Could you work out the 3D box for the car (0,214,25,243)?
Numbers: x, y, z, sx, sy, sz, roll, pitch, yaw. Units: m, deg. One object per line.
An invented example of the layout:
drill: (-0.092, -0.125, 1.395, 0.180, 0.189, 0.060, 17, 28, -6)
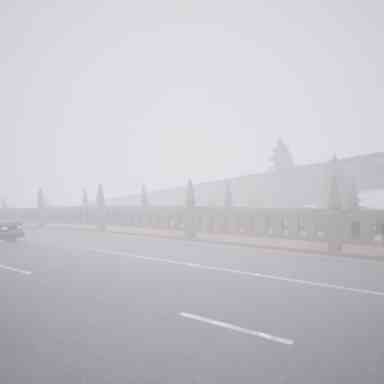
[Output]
car: (-9.807, 1.636, 15.289, 5.357, 1.411, 2.033, -2, -1, 35)
